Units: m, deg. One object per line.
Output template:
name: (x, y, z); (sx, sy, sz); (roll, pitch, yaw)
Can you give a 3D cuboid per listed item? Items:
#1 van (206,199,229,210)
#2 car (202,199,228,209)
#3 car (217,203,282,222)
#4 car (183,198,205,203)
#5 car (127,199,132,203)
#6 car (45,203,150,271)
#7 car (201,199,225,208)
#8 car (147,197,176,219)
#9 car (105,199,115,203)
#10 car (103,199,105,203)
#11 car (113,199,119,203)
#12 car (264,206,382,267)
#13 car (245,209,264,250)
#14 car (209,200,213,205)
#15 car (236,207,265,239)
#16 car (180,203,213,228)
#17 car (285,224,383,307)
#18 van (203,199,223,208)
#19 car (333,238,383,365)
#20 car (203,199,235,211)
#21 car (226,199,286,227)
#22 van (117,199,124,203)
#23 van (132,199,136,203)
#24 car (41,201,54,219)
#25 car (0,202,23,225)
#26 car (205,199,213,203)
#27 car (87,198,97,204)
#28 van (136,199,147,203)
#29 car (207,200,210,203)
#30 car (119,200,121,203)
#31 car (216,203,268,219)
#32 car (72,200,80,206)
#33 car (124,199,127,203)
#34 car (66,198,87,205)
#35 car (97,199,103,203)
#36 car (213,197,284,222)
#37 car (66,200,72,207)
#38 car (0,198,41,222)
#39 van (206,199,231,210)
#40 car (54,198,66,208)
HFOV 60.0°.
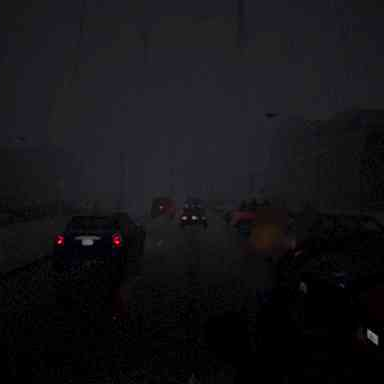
van: (4.917, 2.431, 65.084); (4.442, 1.987, 1.878); (0, -1, 0)
car: (4.845, 2.540, 70.767); (5.566, 2.045, 2.435); (0, -1, 0)
car: (4.933, 1.747, 29.097); (5.366, 1.575, 1.946); (0, -1, 0)
car: (0.151, 1.750, 40.631); (2.150, 2.045, 5.566); (0, -1, 0)
car: (-15.695, 2.474, 67.942); (5.566, 2.045, 2.435); (0, -1, 0)
car: (-2.885, 1.434, 11.321); (2.097, 1.767, 4.553); (0, 0, 0)
car: (4.879, 2.722, 79.101); (5.566, 2.045, 2.435); (0, -1, 0)
car: (-2.857, 1.574, 33.502); (2.150, 2.045, 5.566); (0, -1, 0)
car: (-15.900, 2.378, 54.148); (5.366, 1.575, 1.946); (0, -2, 0)
car: (-15.680, 2.107, 48.638); (4.553, 1.767, 2.185); (0, -2, 0)
car: (-15.902, 2.450, 56.907); (5.366, 1.575, 1.946); (0, -2, 0)
car: (4.695, 1.424, 9.646); (4.553, 1.767, 2.185); (0, 0, 0)
car: (4.911, 1.567, 12.307); (5.366, 1.575, 1.946); (0, 0, 0)
car: (4.943, 1.918, 37.297); (5.366, 1.575, 1.946); (0, -1, 0)
car: (4.735, 1.593, 15.086); (4.892, 1.521, 2.231); (0, 0, 0)
car: (0.131, 1.741, 23.820); (2.033, 1.411, 5.357); (0, -1, 0)
car: (4.689, 1.558, 6.874); (4.792, 1.488, 2.163); (0, 0, 0)
van: (4.721, 2.689, 76.324); (4.442, 1.987, 1.878); (0, -1, 0)
car: (4.720, 1.508, 4.096); (5.008, 1.535, 2.097); (0, 0, 0)
car: (4.757, 2.267, 59.534); (5.566, 2.045, 2.435); (0, -1, 0)
car: (4.705, 1.515, 20.768); (4.553, 1.767, 2.185); (0, -1, 0)
van: (-15.603, 2.367, 62.426); (4.442, 1.987, 1.878); (0, -1, 0)
van: (-15.845, 2.686, 76.215); (4.442, 1.987, 1.878); (0, -1, 0)
car: (-15.671, 1.513, 29.355); (5.566, 2.045, 2.435); (0, -1, 0)
car: (-15.510, 1.679, 23.842); (5.366, 1.575, 1.946); (0, -1, 0)
car: (4.771, 2.301, 51.312); (5.008, 1.535, 2.097); (0, -2, 0)
car: (-15.736, 1.832, 43.128); (5.566, 2.045, 2.435); (0, -2, 0)
van: (-15.622, 3.016, 92.757); (4.442, 1.987, 1.878); (0, -1, 0)
car: (4.770, 2.067, 42.852); (5.008, 1.535, 2.097); (0, -2, 0)
car: (-15.715, 2.564, 59.662); (4.674, 1.452, 2.002); (0, -1, 0)
car: (4.748, 1.840, 31.870); (4.674, 1.452, 2.002); (0, -1, 0)
car: (-15.733, 1.970, 37.610); (4.792, 1.488, 2.163); (0, -1, 0)
car: (-15.753, 2.534, 65.181); (4.553, 1.767, 2.185); (0, -1, 0)
car: (-15.737, 1.883, 40.370); (4.553, 1.767, 2.185); (0, -1, 0)
car: (-15.681, 1.907, 45.884); (5.566, 2.045, 2.435); (0, -2, 0)
car: (4.715, 1.455, 26.322); (5.566, 2.045, 2.435); (0, -1, 0)
car: (-15.697, 1.873, 34.859); (5.008, 1.535, 2.097); (0, -1, 0)
car: (-15.669, 1.470, 26.598); (5.566, 2.045, 2.435); (0, -1, 0)
van: (4.909, 2.366, 62.432); (4.442, 1.987, 1.878); (0, -1, 0)
car: (-15.673, 1.566, 32.108); (5.566, 2.045, 2.435); (0, -1, 0)
